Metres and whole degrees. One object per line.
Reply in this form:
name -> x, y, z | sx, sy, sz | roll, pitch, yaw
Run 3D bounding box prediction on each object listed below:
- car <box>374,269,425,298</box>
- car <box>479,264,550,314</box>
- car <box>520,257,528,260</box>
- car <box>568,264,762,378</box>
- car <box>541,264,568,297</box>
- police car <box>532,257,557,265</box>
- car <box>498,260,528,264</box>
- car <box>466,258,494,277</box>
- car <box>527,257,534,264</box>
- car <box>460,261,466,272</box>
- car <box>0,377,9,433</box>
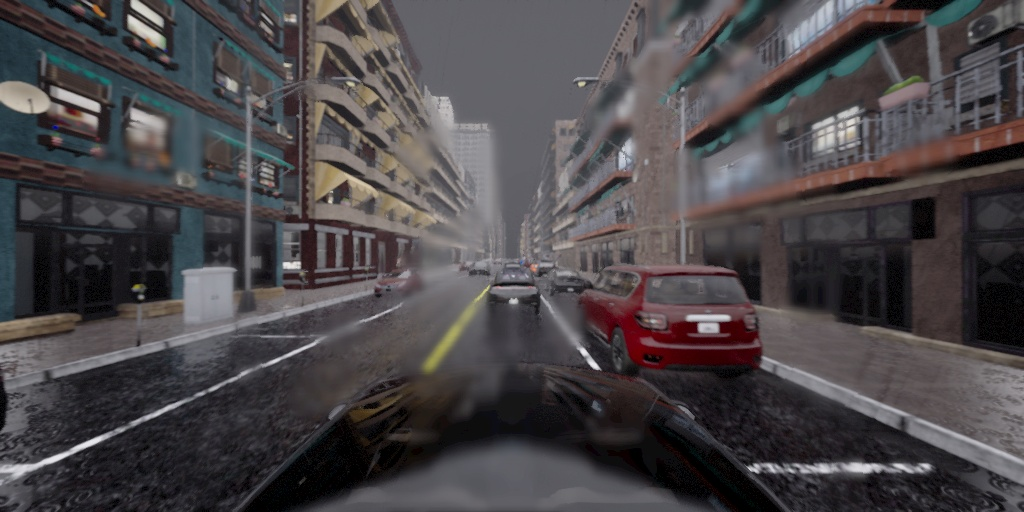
car -> -5.700, 1.346, 18.653 | 1.802, 1.307, 4.207 | 0, 0, 0
car -> 0.085, 1.252, 13.941 | 2.128, 1.511, 4.902 | 0, 0, 0
car -> 2.660, 1.112, 52.755 | 2.192, 1.841, 5.009 | 0, 0, 0
car -> 2.686, 1.069, 7.296 | 2.192, 1.841, 5.009 | 0, 0, 0
car -> 2.680, 1.314, 18.661 | 2.007, 1.370, 4.403 | 0, 0, 0
police car -> 3.116, 1.201, 32.008 | 1.930, 1.638, 5.238 | 0, 0, 0
car -> 0.077, 1.278, 29.502 | 1.837, 1.490, 4.892 | 0, 0, 0
car -> -3.117, 1.257, 35.658 | 1.882, 1.535, 5.008 | 0, 0, 0
car -> 3.091, 1.135, 38.868 | 2.097, 1.767, 4.553 | 0, 0, 0
car -> -5.716, 1.336, 47.065 | 1.888, 1.381, 4.507 | 0, 0, 0
car -> -5.691, 1.316, 1.605 | 1.948, 1.339, 4.313 | 0, 0, 0
